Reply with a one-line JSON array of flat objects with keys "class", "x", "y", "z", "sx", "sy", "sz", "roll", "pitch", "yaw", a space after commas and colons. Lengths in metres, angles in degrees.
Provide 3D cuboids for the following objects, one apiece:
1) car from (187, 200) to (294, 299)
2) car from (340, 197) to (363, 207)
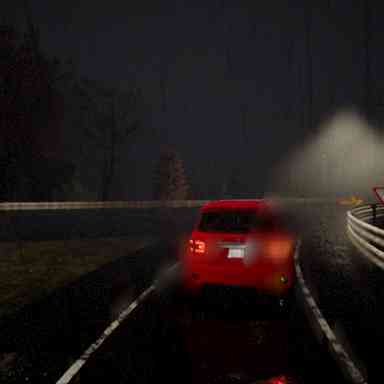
[{"class": "car", "x": 1.369, "y": 1.217, "z": 8.714, "sx": 2.150, "sy": 2.045, "sz": 5.566, "roll": 0, "pitch": 0, "yaw": 12}, {"class": "car", "x": 23.712, "y": 1.441, "z": 49.429, "sx": 1.882, "sy": 1.535, "sz": 5.008, "roll": 0, "pitch": 0, "yaw": 45}]
